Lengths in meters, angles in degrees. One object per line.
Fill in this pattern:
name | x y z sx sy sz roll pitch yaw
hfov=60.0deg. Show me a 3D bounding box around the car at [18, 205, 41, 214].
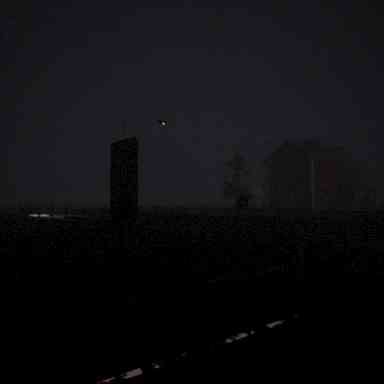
car | -23.273 2.450 47.593 1.895 1.301 4.718 0 -1 -43
